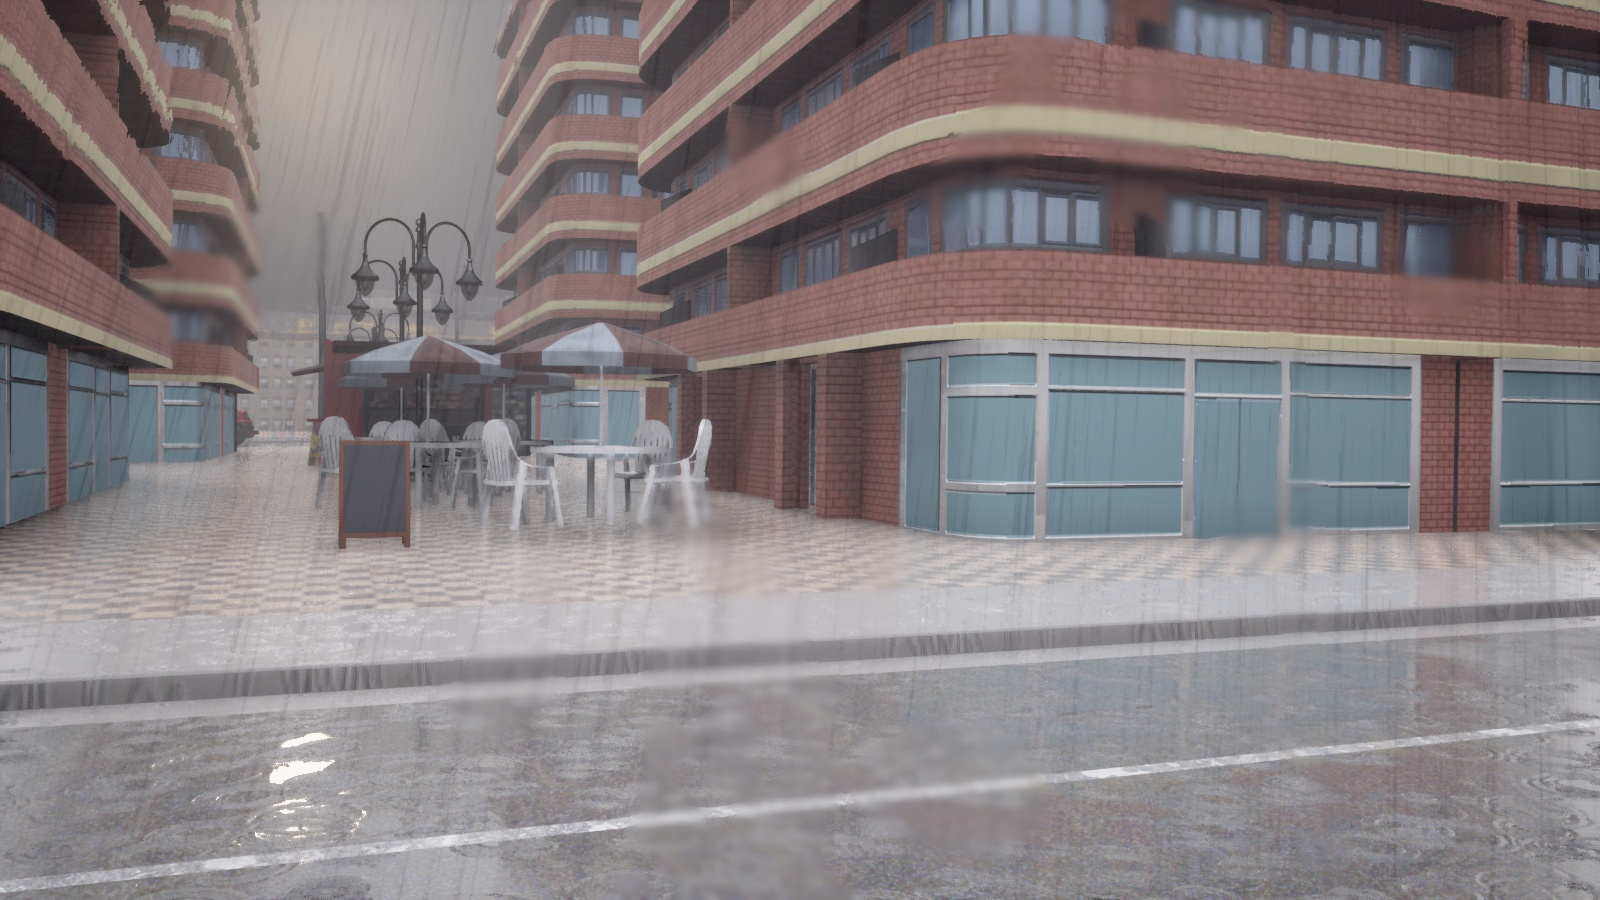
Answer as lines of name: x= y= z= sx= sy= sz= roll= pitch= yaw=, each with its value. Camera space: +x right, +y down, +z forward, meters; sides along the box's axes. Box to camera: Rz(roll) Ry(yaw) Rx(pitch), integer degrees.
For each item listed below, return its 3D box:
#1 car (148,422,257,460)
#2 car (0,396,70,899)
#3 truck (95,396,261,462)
car: x=-35.042 y=-0.569 z=73.783 sx=5.566 sy=2.045 sz=2.150 roll=-2 pitch=1 yaw=-21
car: x=-3.978 y=0.743 z=1.726 sx=4.856 sy=1.649 sz=2.033 roll=-1 pitch=1 yaw=-21
truck: x=-34.600 y=-1.203 z=70.199 sx=7.936 sy=3.462 sz=2.891 roll=-2 pitch=1 yaw=-21
